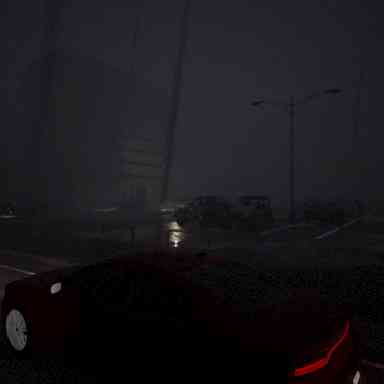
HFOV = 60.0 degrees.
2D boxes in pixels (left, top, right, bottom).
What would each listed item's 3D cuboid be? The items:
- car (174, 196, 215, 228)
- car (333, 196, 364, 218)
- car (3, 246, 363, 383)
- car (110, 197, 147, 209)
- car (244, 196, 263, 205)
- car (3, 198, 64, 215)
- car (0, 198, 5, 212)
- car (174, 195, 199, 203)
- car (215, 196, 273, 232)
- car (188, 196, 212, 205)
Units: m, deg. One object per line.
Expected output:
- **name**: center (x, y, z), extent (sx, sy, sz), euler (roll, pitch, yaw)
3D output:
- **car**: center (0.902, 1.153, 20.753), extent (1.932, 1.855, 4.605), euler (0, 0, 34)
- **car**: center (15.288, 1.395, 32.049), extent (1.970, 1.475, 3.806), euler (0, 0, 34)
- **car**: center (-0.565, 1.478, 4.390), extent (5.008, 1.535, 1.882), euler (0, 0, 35)
- **car**: center (-8.301, 1.601, 45.003), extent (1.895, 1.301, 4.718), euler (0, 0, 34)
- **car**: center (11.440, 1.526, 61.532), extent (1.812, 1.442, 4.674), euler (0, 0, 34)
- **car**: center (-15.772, 1.547, 33.862), extent (2.033, 1.411, 5.357), euler (0, 0, 34)
- **car**: center (-20.525, 1.353, 33.058), extent (2.097, 1.767, 4.553), euler (0, 0, 34)
- **car**: center (-0.995, 1.194, 62.016), extent (2.033, 1.411, 5.357), euler (0, 0, 34)
- **car**: center (3.270, 1.156, 19.088), extent (1.905, 1.878, 3.866), euler (0, 0, 34)
- **car**: center (1.480, 1.493, 59.436), extent (2.128, 1.511, 4.902), euler (0, 0, 34)
